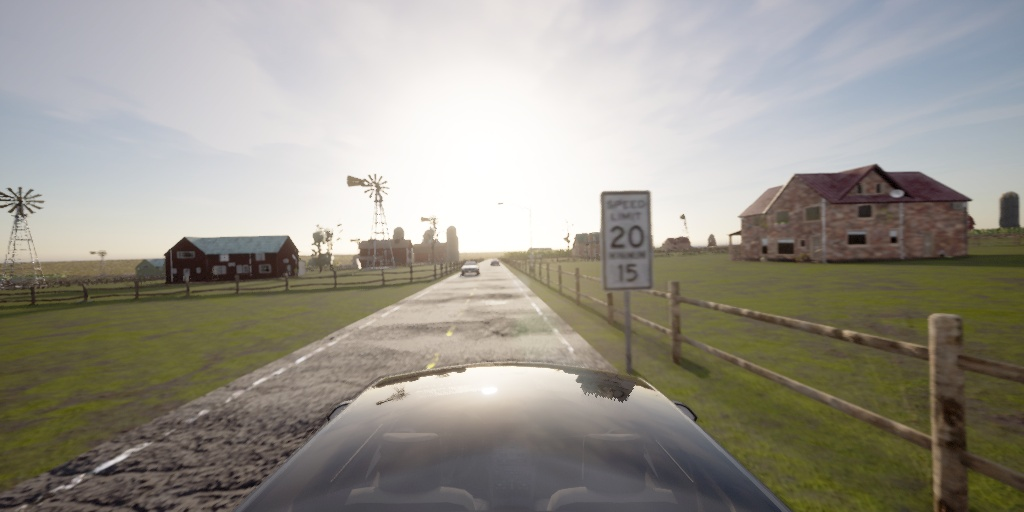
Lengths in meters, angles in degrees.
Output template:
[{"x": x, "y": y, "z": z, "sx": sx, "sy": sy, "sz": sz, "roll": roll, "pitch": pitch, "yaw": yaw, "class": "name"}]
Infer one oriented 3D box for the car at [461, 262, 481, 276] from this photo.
[{"x": -4.530, "y": 1.356, "z": 39.680, "sx": 1.812, "sy": 1.442, "sz": 4.674, "roll": -2, "pitch": 0, "yaw": -3, "class": "car"}]
